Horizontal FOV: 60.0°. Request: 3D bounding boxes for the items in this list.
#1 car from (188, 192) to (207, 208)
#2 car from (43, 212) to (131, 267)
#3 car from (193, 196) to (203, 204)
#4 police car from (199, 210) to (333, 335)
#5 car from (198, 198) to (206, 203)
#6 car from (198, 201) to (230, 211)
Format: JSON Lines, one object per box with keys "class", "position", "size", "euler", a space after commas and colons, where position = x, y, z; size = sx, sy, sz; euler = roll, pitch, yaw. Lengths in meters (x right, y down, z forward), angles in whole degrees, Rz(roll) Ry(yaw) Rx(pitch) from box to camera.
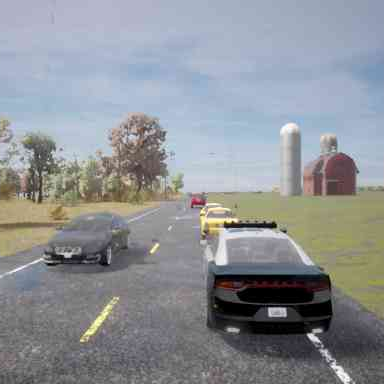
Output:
{"class": "car", "position": [0.906, 1.212, 47.273], "size": [2.150, 2.045, 5.566], "euler": [0, 0, 0]}
{"class": "car", "position": [-3.371, 1.506, 11.563], "size": [1.837, 1.490, 4.892], "euler": [0, 0, 1]}
{"class": "car", "position": [1.134, 1.483, 64.168], "size": [1.837, 1.490, 4.892], "euler": [0, 0, 1]}
{"class": "police car", "position": [1.203, 1.426, 7.095], "size": [1.930, 1.638, 5.238], "euler": [0, 0, 1]}
{"class": "car", "position": [1.479, 1.455, 23.174], "size": [1.801, 1.575, 5.366], "euler": [0, 0, 1]}
{"class": "car", "position": [1.376, 1.456, 17.174], "size": [1.801, 1.575, 5.366], "euler": [0, 0, 1]}
